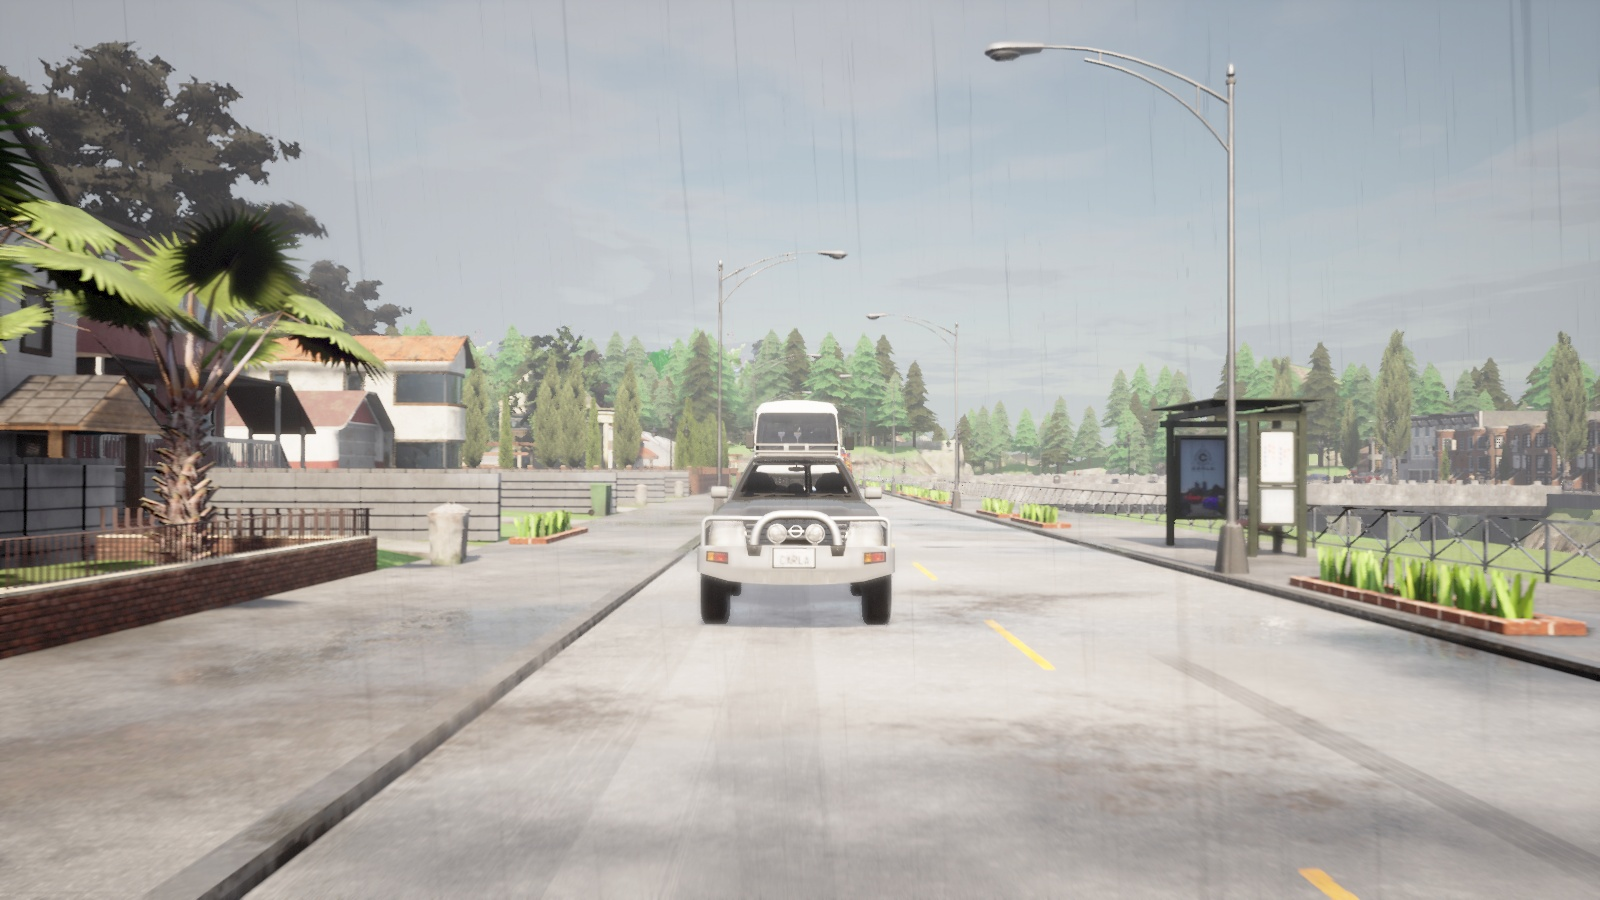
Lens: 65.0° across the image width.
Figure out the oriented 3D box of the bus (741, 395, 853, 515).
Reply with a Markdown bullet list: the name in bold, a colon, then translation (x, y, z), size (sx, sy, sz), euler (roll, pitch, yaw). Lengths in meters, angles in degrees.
- **bus**: translation (-0.123, 0.272, 49.778), size (3.944, 4.253, 10.273), euler (0, -1, 0)

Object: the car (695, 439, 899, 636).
- **car**: translation (-0.034, 0.869, 14.213), size (1.932, 1.855, 4.605), euler (0, -1, 0)
